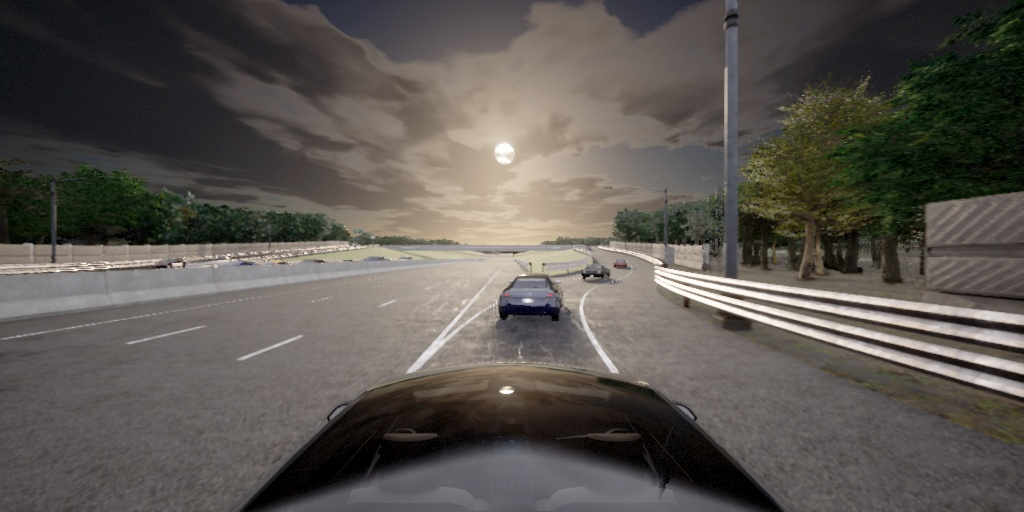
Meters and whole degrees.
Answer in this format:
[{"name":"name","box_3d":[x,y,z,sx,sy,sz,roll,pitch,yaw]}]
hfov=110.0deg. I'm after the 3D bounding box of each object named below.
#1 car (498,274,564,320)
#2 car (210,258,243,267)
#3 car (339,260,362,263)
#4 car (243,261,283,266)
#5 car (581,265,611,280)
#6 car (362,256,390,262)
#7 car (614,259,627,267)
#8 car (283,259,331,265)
[{"name":"car","box_3d":[0.801,1.321,12.804,1.994,1.385,4.181,0,0,9]},{"name":"car","box_3d":[-28.094,1.236,36.795,1.882,1.535,5.008,0,0,0]},{"name":"car","box_3d":[-24.572,1.355,53.151,1.994,1.385,4.181,0,0,1]},{"name":"car","box_3d":[-24.598,1.236,36.912,1.882,1.535,5.008,0,0,0]},{"name":"car","box_3d":[7.655,1.433,32.333,1.895,1.301,4.718,0,0,24]},{"name":"car","box_3d":[-21.055,1.018,54.808,2.150,2.045,5.566,0,0,1]},{"name":"car","box_3d":[18.036,1.113,59.764,1.994,1.385,4.181,0,2,17]},{"name":"car","box_3d":[-21.097,1.111,37.301,2.097,1.767,4.553,0,0,0]}]
